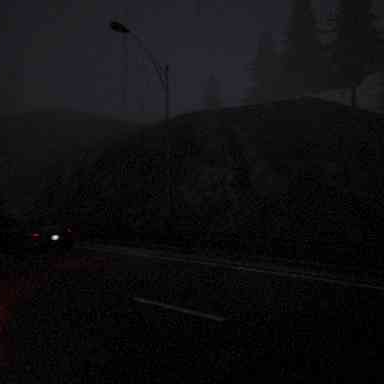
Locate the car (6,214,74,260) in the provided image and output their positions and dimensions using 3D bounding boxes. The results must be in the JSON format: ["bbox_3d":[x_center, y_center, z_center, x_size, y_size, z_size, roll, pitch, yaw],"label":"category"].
[{"bbox_3d":[-6.293,1.493,12.097,4.181,1.385,1.994,0,1,30],"label":"car"}]

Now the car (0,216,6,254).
[{"bbox_3d":[-7.177,1.322,8.543,4.553,1.767,2.097,0,1,31],"label":"car"}]
